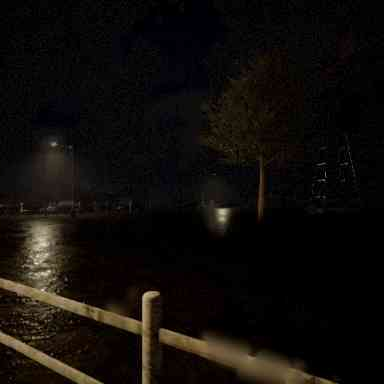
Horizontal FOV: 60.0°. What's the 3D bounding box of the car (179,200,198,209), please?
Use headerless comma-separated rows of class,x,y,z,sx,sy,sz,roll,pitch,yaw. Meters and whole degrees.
car,-0.590,2.266,64.085,2.097,1.767,4.553,-2,-2,36

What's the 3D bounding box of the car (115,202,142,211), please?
car,-9.744,2.243,51.475,1.812,1.442,4.674,-2,-2,36

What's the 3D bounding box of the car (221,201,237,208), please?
car,7.709,2.628,69.464,1.994,1.385,4.181,-2,-2,36

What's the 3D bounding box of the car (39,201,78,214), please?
car,-16.711,1.866,41.787,2.097,1.767,4.553,-2,-2,36
